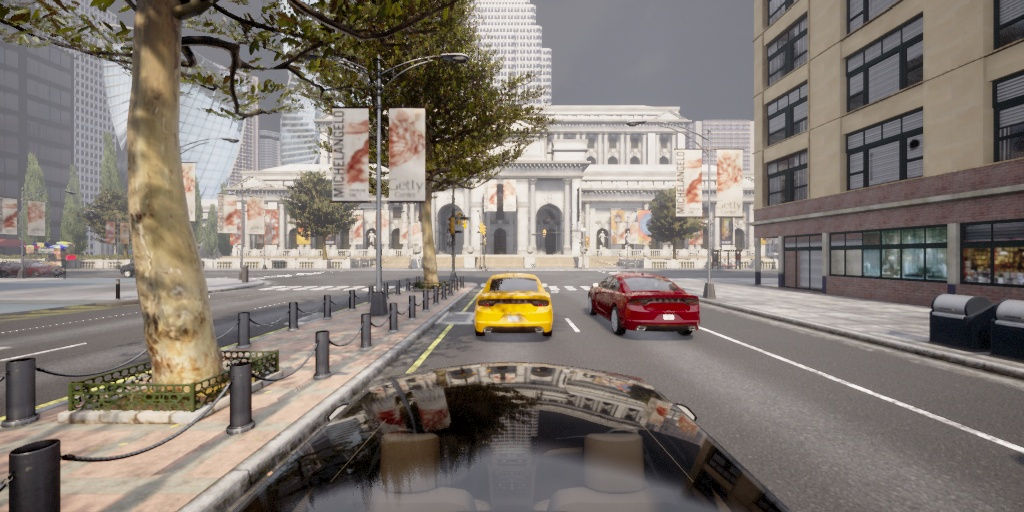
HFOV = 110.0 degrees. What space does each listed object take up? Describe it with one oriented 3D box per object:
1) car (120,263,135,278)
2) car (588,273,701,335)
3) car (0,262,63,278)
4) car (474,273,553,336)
[{"bbox_3d":[-34.175,1.265,34.066,4.892,1.490,1.837,0,0,0],"label":"car"},{"bbox_3d":[3.558,1.231,10.576,1.882,1.535,5.008,0,0,0],"label":"car"},{"bbox_3d":[-45.578,1.287,34.011,4.674,1.442,1.812,1,0,-1],"label":"car"},{"bbox_3d":[0.057,1.231,10.398,1.882,1.535,5.008,0,0,1],"label":"car"}]
